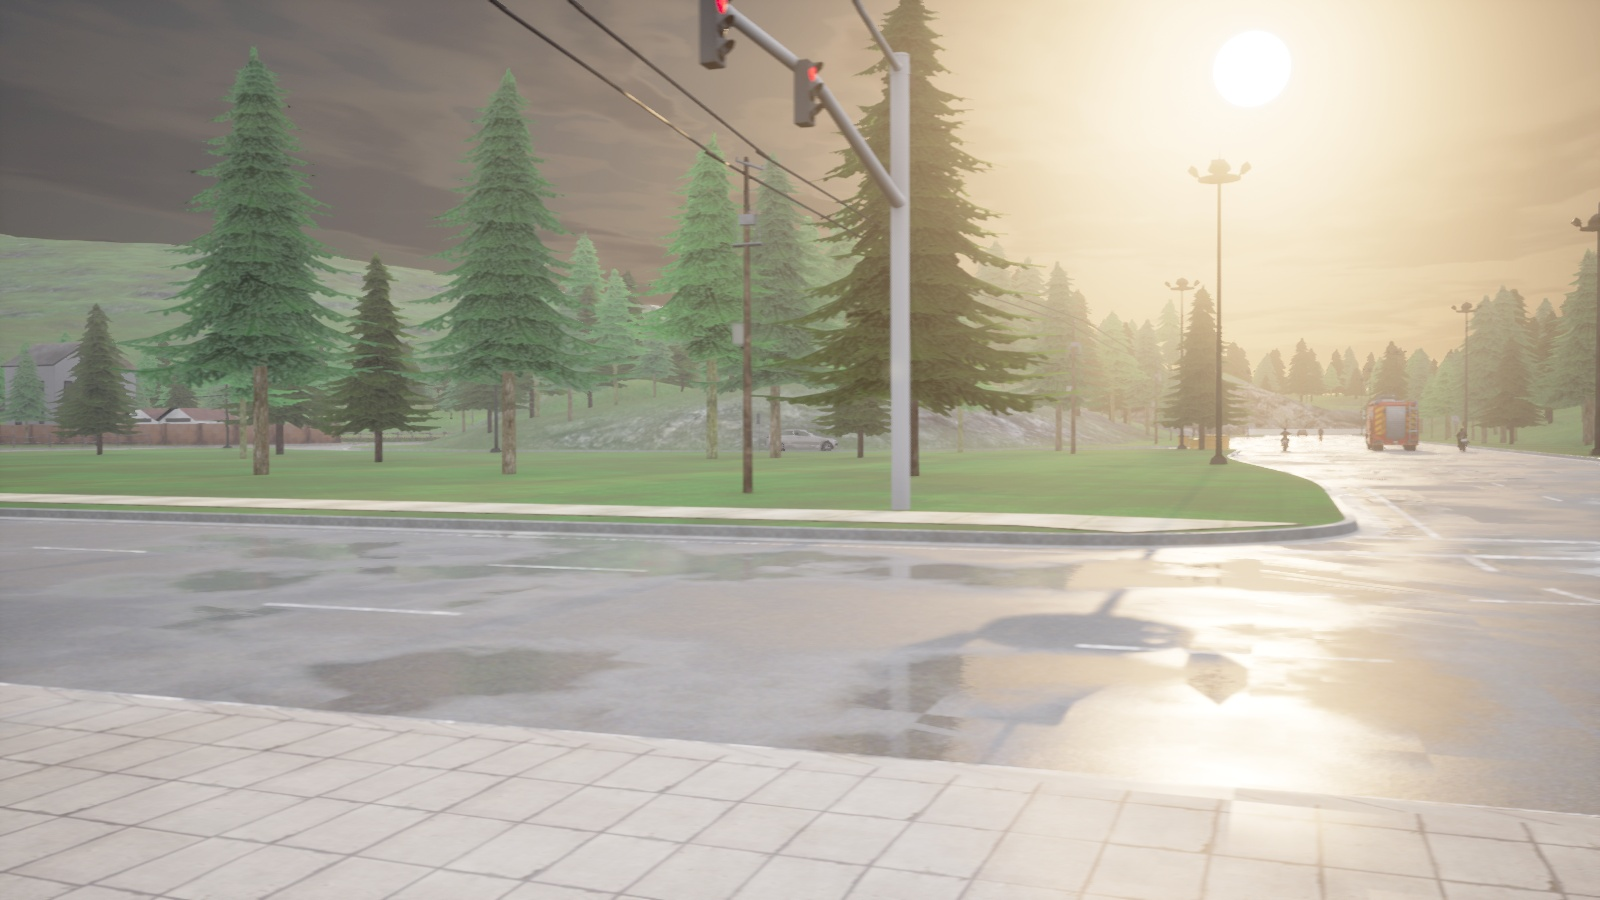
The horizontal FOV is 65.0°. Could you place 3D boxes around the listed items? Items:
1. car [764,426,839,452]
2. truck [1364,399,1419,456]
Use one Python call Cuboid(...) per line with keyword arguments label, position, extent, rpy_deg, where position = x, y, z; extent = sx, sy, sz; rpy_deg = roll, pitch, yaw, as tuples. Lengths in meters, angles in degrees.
Cuboid(label="car", position=(0.127, -0.754, 84.985), extent=(5.027, 1.651, 2.152), rpy_deg=(0, 1, 3))
Cuboid(label="truck", position=(41.858, -1.605, 89.057), extent=(2.891, 3.827, 8.468), rpy_deg=(1, 1, 21))
